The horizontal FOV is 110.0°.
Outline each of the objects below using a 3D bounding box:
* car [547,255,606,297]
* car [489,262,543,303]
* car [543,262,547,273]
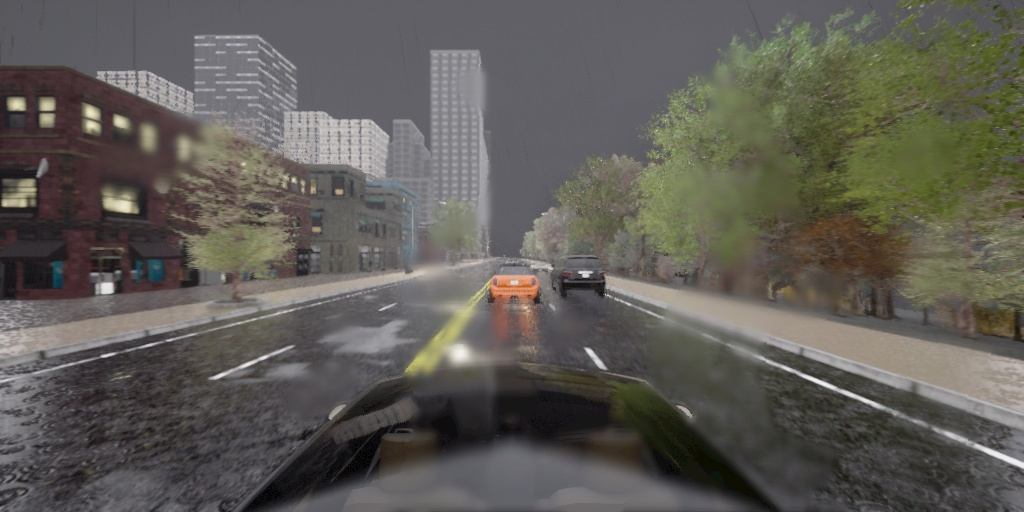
[{"bbox_3d":[3.345,0.981,18.969,2.150,2.045,5.566,0,0,0],"label":"car"},{"bbox_3d":[0.097,1.110,16.777,2.097,1.767,4.553,0,0,0],"label":"car"},{"bbox_3d":[3.339,1.369,44.641,1.895,1.301,4.718,0,0,0],"label":"car"}]
